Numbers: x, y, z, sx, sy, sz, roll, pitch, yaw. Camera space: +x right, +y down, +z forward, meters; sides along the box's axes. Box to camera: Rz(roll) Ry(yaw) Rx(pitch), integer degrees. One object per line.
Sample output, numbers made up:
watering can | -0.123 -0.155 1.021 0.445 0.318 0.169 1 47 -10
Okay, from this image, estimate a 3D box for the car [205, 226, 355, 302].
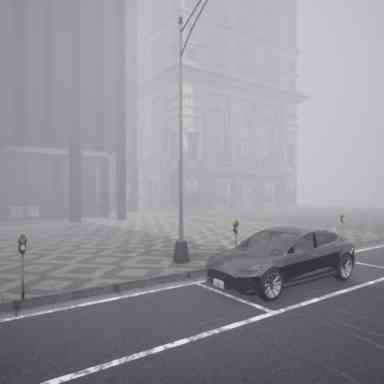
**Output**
car | 2.339 1.565 8.298 4.313 1.339 1.947 0 0 -35
